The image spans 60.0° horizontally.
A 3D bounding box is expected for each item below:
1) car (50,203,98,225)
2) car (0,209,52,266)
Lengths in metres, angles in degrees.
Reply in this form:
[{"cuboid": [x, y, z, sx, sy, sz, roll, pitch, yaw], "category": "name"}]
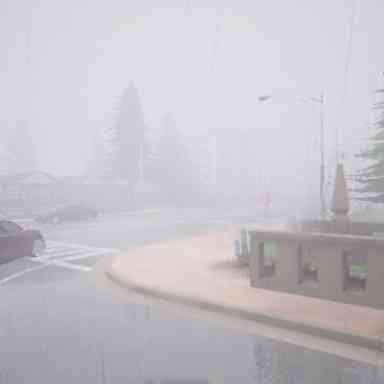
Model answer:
[{"cuboid": [-9.533, 1.626, 25.417, 1.837, 1.490, 4.892, 0, 0, 38], "category": "car"}, {"cuboid": [-6.290, 1.538, 10.092, 1.882, 1.535, 5.008, -2, 0, -1], "category": "car"}]
